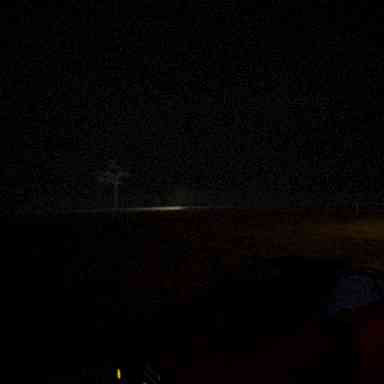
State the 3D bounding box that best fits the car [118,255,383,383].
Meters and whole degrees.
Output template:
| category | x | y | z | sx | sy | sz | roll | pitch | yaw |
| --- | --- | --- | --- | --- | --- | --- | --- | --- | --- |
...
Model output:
| category | x | y | z | sx | sy | sz | roll | pitch | yaw |
| --- | --- | --- | --- | --- | --- | --- | --- | --- | --- |
| car | 1.269 | 1.539 | 3.986 | 4.181 | 1.385 | 1.994 | -1 | 0 | -35 |
